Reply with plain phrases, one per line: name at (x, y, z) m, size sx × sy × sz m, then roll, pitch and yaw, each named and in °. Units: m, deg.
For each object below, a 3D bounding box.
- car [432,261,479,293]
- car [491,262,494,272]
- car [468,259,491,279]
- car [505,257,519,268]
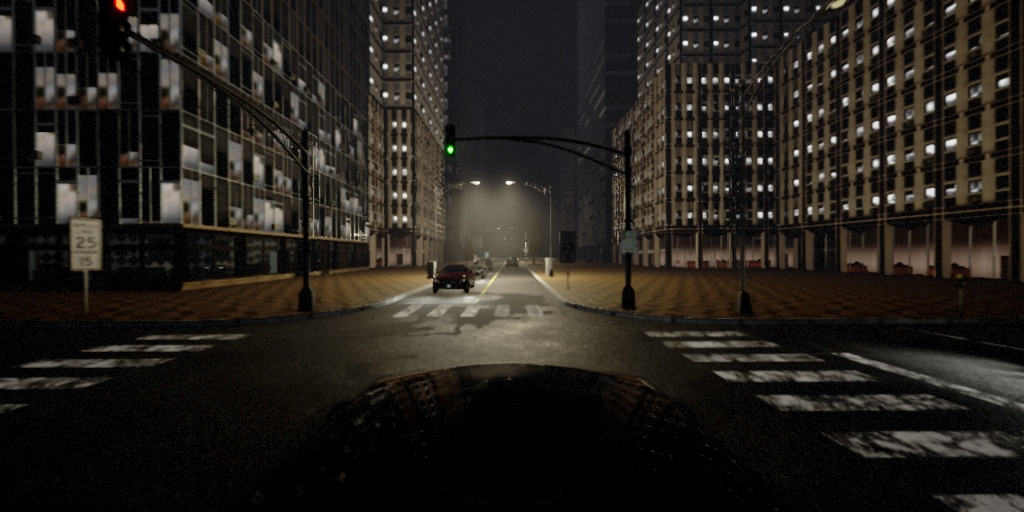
car at (-3.095, 1.177, 19.873) m, size 1.812 × 1.442 × 4.674 m, roll 0°, pitch 0°, yaw 0°
car at (-3.084, 1.039, 40.593) m, size 1.812 × 1.442 × 4.674 m, roll 0°, pitch 0°, yaw 0°
car at (-3.092, 1.088, 30.208) m, size 1.837 × 1.490 × 4.892 m, roll 0°, pitch 0°, yaw 0°
car at (0.006, 0.981, 50.010) m, size 2.033 × 1.411 × 5.357 m, roll 0°, pitch 0°, yaw 0°
